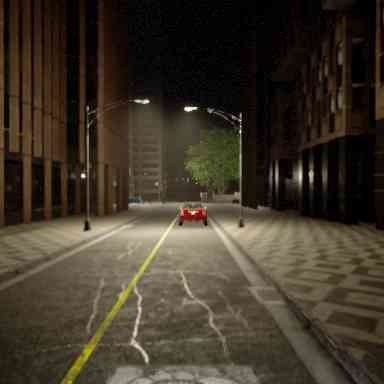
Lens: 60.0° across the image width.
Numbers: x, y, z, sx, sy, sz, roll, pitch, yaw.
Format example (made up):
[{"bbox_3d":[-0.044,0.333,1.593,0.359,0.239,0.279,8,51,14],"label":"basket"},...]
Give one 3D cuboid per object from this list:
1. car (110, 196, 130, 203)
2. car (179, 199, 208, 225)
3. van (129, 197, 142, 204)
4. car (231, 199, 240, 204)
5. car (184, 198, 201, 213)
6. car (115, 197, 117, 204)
[{"bbox_3d":[-20.008,2.081,92.317,5.009,1.841,2.192,0,0,0],"label":"car"},{"bbox_3d":[0.093,1.583,26.026,2.097,1.767,4.553,0,-1,0],"label":"car"},{"bbox_3d":[-14.600,2.162,83.766,3.998,1.788,1.690,0,0,0],"label":"van"},{"bbox_3d":[12.057,2.437,83.639,4.313,1.339,1.947,0,0,0],"label":"car"},{"bbox_3d":[0.089,1.749,44.334,2.097,1.767,4.553,0,-1,0],"label":"car"},{"bbox_3d":[-20.040,2.254,83.793,4.097,1.590,1.967,0,0,0],"label":"car"}]
